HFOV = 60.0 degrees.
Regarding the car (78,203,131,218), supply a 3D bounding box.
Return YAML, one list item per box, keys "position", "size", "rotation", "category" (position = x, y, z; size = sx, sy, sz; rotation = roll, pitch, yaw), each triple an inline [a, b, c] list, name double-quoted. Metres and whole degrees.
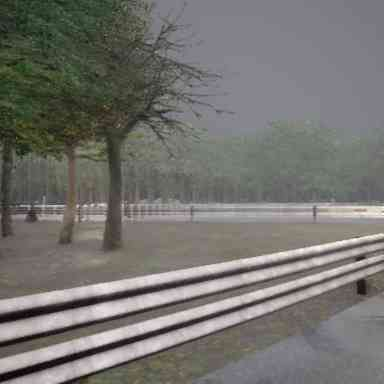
- position: [-9.411, 1.911, 34.927]
  size: [5.008, 1.535, 1.882]
  rotation: [0, -1, 7]
  category: "car"
